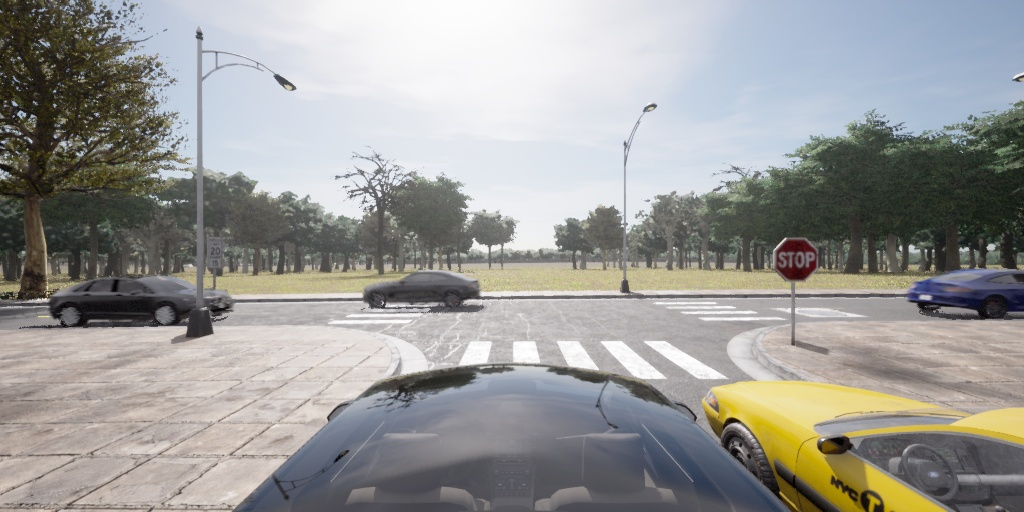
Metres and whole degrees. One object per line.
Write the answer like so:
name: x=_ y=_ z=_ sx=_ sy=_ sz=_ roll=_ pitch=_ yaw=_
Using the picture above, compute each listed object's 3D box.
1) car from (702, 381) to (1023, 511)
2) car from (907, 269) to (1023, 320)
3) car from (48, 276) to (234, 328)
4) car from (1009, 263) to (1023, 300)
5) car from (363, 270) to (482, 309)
car: x=2.636 y=1.275 z=1.464 sx=1.751 sy=1.417 sz=4.829 roll=0 pitch=0 yaw=0
car: x=15.372 y=1.134 z=11.319 sx=4.674 sy=1.442 sz=1.812 roll=0 pitch=0 yaw=0
car: x=-11.764 y=1.383 z=11.564 sx=4.892 sy=1.490 sz=1.837 roll=-1 pitch=0 yaw=1
car: x=23.631 y=1.070 z=14.194 sx=4.902 sy=1.511 sz=2.128 roll=0 pitch=0 yaw=1
car: x=-3.540 y=1.288 z=14.438 sx=4.674 sy=1.442 sz=1.812 roll=-1 pitch=0 yaw=1
